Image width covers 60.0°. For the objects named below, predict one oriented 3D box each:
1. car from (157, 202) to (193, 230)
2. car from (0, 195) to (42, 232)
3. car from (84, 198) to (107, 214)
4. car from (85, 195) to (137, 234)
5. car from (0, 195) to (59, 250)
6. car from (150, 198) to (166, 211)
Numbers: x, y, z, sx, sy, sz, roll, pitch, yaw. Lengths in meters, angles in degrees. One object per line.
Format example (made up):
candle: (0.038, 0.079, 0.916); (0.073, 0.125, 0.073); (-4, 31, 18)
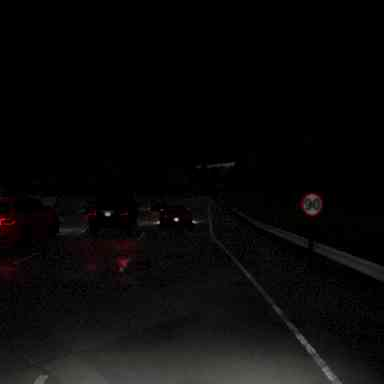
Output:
car: (-1.043, 1.548, 21.227); (1.994, 1.385, 4.181); (0, 0, -4)
car: (-11.718, 1.218, 21.397); (2.150, 2.045, 5.566); (0, 0, -6)
car: (-10.289, 1.487, 35.648); (1.837, 1.490, 4.892); (0, 0, -10)
car: (-4.463, 1.210, 19.325); (2.150, 2.045, 5.566); (0, 0, -5)
car: (-7.548, 1.219, 14.262); (2.150, 2.045, 5.566); (0, 0, -4)
car: (-4.048, 1.496, 40.279); (1.812, 1.442, 4.674); (0, 0, -11)
